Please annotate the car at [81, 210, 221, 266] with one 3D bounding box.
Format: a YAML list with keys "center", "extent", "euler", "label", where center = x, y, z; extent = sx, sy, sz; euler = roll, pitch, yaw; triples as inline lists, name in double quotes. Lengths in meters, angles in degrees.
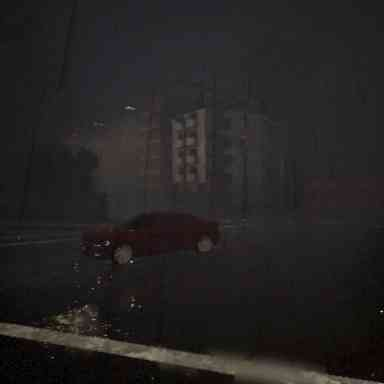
- center: [-1.268, 1.417, 11.560]
  extent: [5.008, 1.535, 1.882]
  euler: [-1, 0, -35]
  label: "car"
